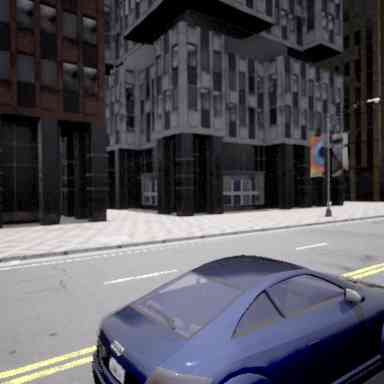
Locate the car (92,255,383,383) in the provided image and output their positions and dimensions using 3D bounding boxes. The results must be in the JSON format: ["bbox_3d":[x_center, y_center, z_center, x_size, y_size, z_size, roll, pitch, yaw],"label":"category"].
[{"bbox_3d":[0.961,1.521,4.124,4.181,1.385,1.994,-1,1,-35],"label":"car"}]
